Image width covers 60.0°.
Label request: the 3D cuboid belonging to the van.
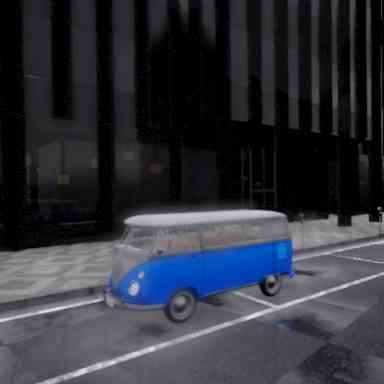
[{"bbox_3d":[0.325,1.299,6.808,3.998,1.788,1.690,-1,0,-36],"label":"van"}]
